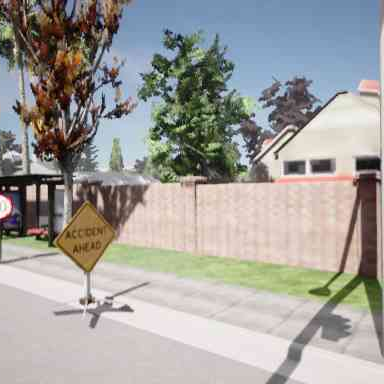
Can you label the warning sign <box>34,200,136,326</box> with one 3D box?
[{"bbox_3d":[-1.852,1.089,5.855,1.060,1.860,1.300,-1,0,35],"label":"warning sign"}]
